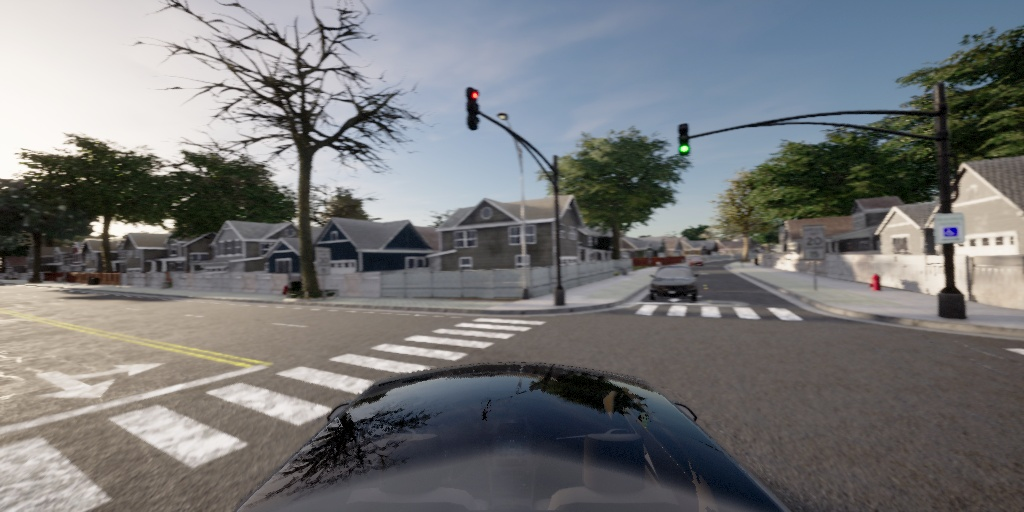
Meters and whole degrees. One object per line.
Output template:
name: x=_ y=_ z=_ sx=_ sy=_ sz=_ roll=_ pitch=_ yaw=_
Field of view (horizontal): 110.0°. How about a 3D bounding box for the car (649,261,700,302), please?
car: x=7.650 y=1.195 z=16.874 sx=1.882 sy=1.535 sz=5.008 roll=-2 pitch=-1 yaw=27
